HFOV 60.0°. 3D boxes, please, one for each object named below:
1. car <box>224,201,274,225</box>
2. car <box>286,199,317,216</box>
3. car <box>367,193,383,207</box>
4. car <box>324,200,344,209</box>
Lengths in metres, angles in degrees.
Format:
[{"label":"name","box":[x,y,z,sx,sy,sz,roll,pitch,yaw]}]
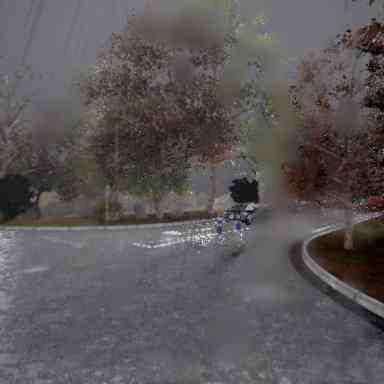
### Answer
[{"label":"car","box":[4.222,1.447,24.322,1.882,1.535,5.008,1,0,39]},{"label":"car","box":[10.993,1.461,32.982,1.837,1.490,4.892,1,0,38]},{"label":"car","box":[26.343,1.135,46.900,2.150,2.045,5.566,1,0,38]},{"label":"car","box":[18.671,1.435,42.856,2.033,1.411,5.357,1,1,38]}]
